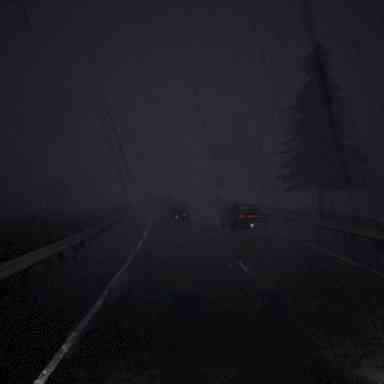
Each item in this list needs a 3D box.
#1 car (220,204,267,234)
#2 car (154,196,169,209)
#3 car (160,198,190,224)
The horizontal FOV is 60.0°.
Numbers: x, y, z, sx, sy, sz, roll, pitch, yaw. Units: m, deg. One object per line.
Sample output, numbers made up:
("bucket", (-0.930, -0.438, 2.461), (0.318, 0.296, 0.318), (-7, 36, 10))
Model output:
("car", (2.780, 1.404, 18.612), (2.128, 1.511, 4.902), (0, 0, -4))
("car", (-3.605, 1.320, 41.449), (1.837, 1.490, 4.892), (0, 1, -10))
("car", (-1.222, 1.416, 23.995), (1.812, 1.442, 4.674), (0, 0, -6))
